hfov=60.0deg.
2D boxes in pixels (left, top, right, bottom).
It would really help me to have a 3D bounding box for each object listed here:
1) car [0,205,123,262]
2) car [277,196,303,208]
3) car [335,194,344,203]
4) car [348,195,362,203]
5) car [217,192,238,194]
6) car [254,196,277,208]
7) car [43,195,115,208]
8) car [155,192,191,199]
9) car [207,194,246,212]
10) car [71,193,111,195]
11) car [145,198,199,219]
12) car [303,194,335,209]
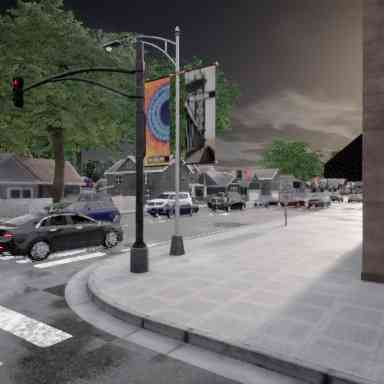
[{"bbox_3d":[-4.683,1.453,12.101,1.837,1.490,4.892,0,0,36],"label":"car"},{"bbox_3d":[13.002,1.232,42.402,1.882,1.535,5.008,0,0,36],"label":"car"},{"bbox_3d":[26.656,1.146,61.484,1.837,1.490,4.892,0,0,36],"label":"car"},{"bbox_3d":[29.294,1.207,59.587,1.994,1.385,4.181,0,0,36],"label":"car"},{"bbox_3d":[4.083,1.004,41.412,2.150,2.045,5.566,0,0,35],"label":"car"},{"bbox_3d":[9.788,1.248,43.778,2.128,1.511,4.902,0,0,36],"label":"car"},{"bbox_3d":[-6.690,1.263,20.797,2.097,1.767,4.553,0,0,35],"label":"car"},{"bbox_3d":[-2.174,1.063,32.683,2.150,2.045,5.566,0,0,35],"label":"car"},{"bbox_3d":[3.989,1.287,35.715,1.882,1.535,5.008,0,0,35],"label":"car"},{"bbox_3d":[-8.167,1.120,24.373,2.150,2.045,5.566,0,0,34],"label":"car"},{"bbox_3d":[-1.463,1.462,28.114,1.895,1.301,4.718,0,0,36],"label":"car"},{"bbox_3d":[15.468,1.260,40.264,1.837,1.490,4.892,0,0,36],"label":"car"}]
